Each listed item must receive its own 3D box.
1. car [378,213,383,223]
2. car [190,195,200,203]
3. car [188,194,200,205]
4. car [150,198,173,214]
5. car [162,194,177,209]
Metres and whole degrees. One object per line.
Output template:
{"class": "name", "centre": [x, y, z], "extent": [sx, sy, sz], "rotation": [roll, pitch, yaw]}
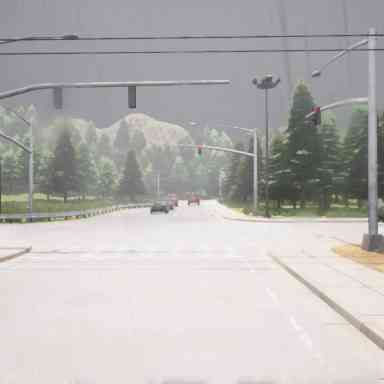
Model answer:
{"class": "car", "centre": [15.196, 1.554, 22.024], "extent": [5.357, 1.411, 2.033], "rotation": [0, 0, 1]}
{"class": "car", "centre": [0.635, 1.537, 73.380], "extent": [2.097, 1.767, 4.553], "rotation": [0, 0, 2]}
{"class": "car", "centre": [0.364, 1.381, 62.768], "extent": [2.150, 2.045, 5.566], "rotation": [0, 0, 2]}
{"class": "car", "centre": [-3.573, 1.716, 37.566], "extent": [1.895, 1.301, 4.718], "rotation": [0, 0, 0]}
{"class": "car", "centre": [-3.554, 1.485, 44.688], "extent": [2.097, 1.767, 4.553], "rotation": [0, 0, 0]}
